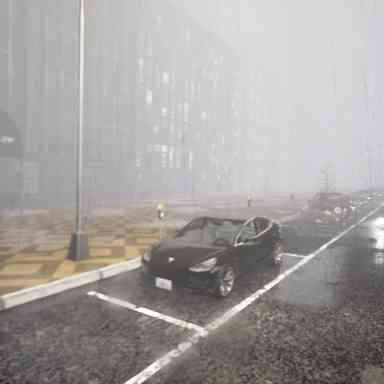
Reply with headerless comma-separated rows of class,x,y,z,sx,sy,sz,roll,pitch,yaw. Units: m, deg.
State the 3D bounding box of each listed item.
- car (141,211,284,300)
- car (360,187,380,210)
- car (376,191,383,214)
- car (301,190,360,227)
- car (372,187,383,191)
car,0.735,1.171,7.601,1.947,1.339,4.313,4,3,34
car,13.072,0.578,25.916,2.008,1.369,4.403,3,3,34
car,13.902,0.831,22.479,1.895,1.301,4.718,4,4,34
car,6.908,0.755,16.753,1.967,1.590,4.097,4,3,34
car,16.157,0.436,30.496,2.008,1.369,4.403,3,3,34
